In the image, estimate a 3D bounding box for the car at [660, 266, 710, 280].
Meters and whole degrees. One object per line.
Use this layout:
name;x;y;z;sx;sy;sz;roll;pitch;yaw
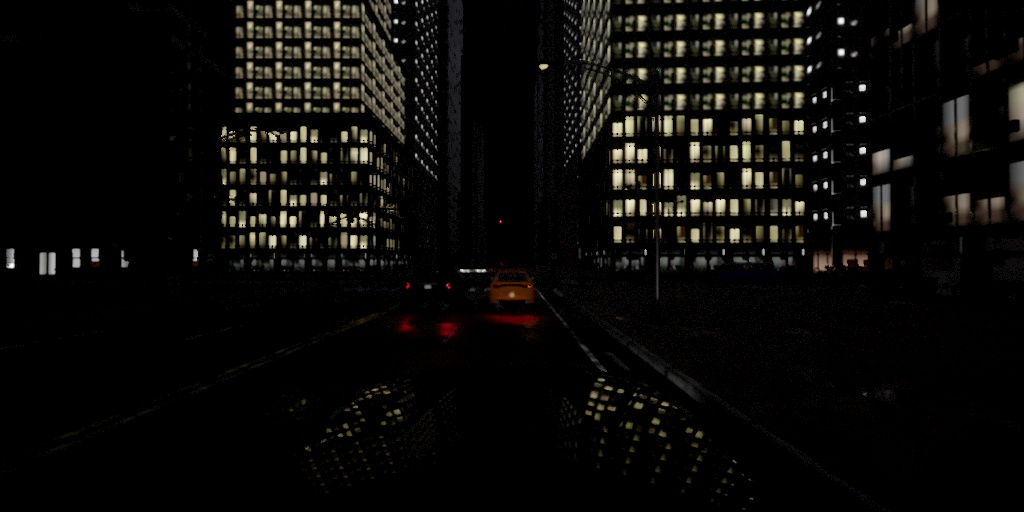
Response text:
car;17.106;1.658;35.983;4.829;1.417;1.751;0;0;2

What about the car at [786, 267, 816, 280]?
car;26.940;1.716;35.493;4.207;1.307;1.802;0;0;2

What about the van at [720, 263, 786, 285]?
van;18.372;1.395;27.810;3.998;1.789;1.690;0;0;2

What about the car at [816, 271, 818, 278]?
car;32.500;1.682;35.289;4.507;1.381;1.888;0;0;2

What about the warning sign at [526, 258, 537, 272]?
warning sign;2.879;1.491;55.978;1.300;1.860;1.060;0;0;0

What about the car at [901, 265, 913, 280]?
car;38.060;1.580;35.085;4.097;1.591;1.967;0;0;2

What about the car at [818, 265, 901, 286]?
car;26.650;1.498;27.618;4.097;1.591;1.967;0;0;2

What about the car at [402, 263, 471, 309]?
car;-3.239;1.247;15.928;2.097;1.767;4.553;0;-1;0

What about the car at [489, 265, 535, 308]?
car;0.015;1.379;16.326;1.882;1.535;5.008;0;0;0
